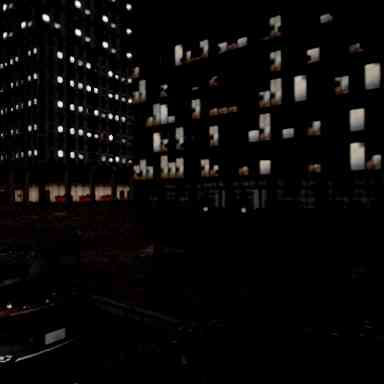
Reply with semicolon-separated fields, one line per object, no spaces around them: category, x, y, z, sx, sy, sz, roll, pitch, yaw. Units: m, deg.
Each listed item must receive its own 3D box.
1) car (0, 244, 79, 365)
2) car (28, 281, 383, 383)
car;-3.442;1.518;5.351;4.403;1.369;2.008;0;-1;36
car;1.090;1.544;2.113;4.507;1.381;1.887;0;-1;36
